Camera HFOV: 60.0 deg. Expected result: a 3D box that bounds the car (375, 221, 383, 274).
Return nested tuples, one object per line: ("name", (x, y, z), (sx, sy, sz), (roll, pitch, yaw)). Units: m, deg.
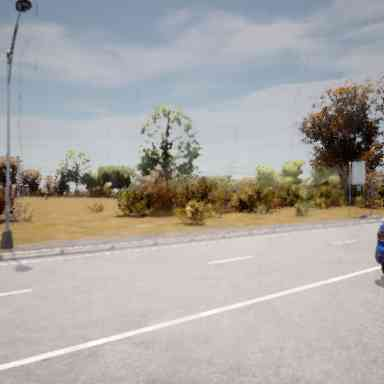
("car", (7.205, 1.294, 9.071), (5.566, 2.045, 2.150), (2, -1, -36))
